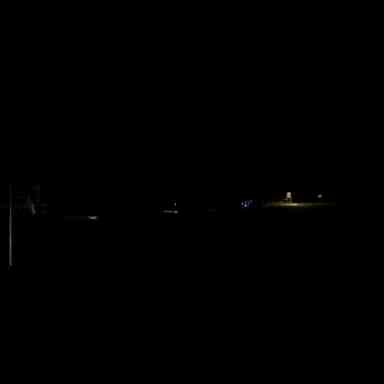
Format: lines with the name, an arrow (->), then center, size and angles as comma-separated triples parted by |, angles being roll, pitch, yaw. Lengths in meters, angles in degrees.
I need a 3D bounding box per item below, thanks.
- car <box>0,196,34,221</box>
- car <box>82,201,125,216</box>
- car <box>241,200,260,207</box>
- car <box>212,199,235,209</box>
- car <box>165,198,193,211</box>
car -> -15.655, 1.337, 26.833 | 2.150, 2.045, 5.566 | -1, -1, 34
car -> -9.409, 1.696, 35.835 | 1.882, 1.535, 5.008 | -1, -1, 35
car -> 10.594, 2.074, 59.690 | 1.895, 1.301, 4.718 | -1, -1, 35
car -> 4.912, 1.876, 51.416 | 2.128, 1.511, 4.902 | -1, -1, 35
car -> -1.791, 1.695, 46.813 | 2.097, 1.767, 4.553 | -1, -1, 35
